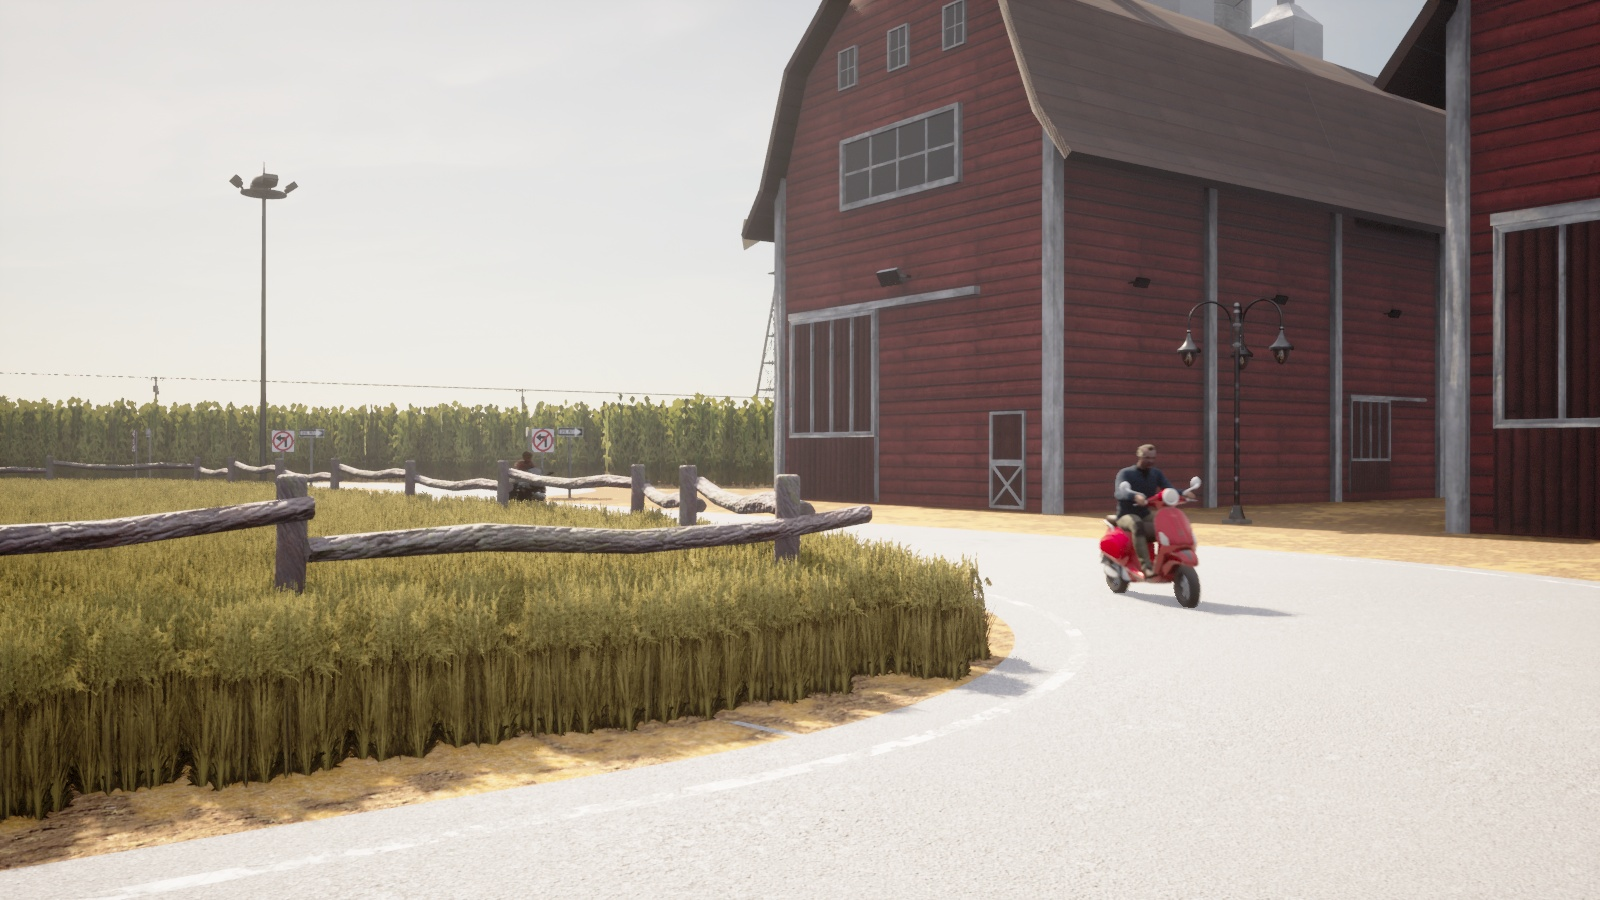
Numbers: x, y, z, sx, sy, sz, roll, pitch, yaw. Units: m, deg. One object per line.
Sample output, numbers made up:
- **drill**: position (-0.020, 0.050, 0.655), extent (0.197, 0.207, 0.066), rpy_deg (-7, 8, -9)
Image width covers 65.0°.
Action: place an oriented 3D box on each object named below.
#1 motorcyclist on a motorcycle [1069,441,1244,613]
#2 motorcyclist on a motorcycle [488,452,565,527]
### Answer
- **motorcyclist on a motorcycle**: position (3.566, 0.722, 12.750), extent (0.866, 1.590, 1.817), rpy_deg (-1, 0, -15)
- **motorcyclist on a motorcycle**: position (-5.830, 0.805, 26.694), extent (0.797, 1.523, 2.044), rpy_deg (0, 0, -38)
